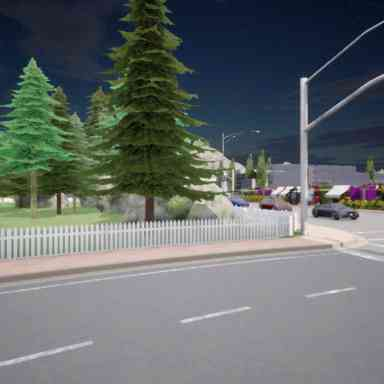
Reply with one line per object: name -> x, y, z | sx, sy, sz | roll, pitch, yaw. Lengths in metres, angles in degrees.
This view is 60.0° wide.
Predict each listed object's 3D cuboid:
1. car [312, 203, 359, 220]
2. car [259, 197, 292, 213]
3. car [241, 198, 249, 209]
car -> 12.156, 1.619, 28.441 | 1.994, 1.385, 4.181 | 0, 0, -16
car -> 9.413, 1.407, 37.735 | 2.097, 1.767, 4.553 | 0, 0, -16
car -> 6.495, 1.532, 47.632 | 1.882, 1.535, 5.008 | 0, 0, -17
